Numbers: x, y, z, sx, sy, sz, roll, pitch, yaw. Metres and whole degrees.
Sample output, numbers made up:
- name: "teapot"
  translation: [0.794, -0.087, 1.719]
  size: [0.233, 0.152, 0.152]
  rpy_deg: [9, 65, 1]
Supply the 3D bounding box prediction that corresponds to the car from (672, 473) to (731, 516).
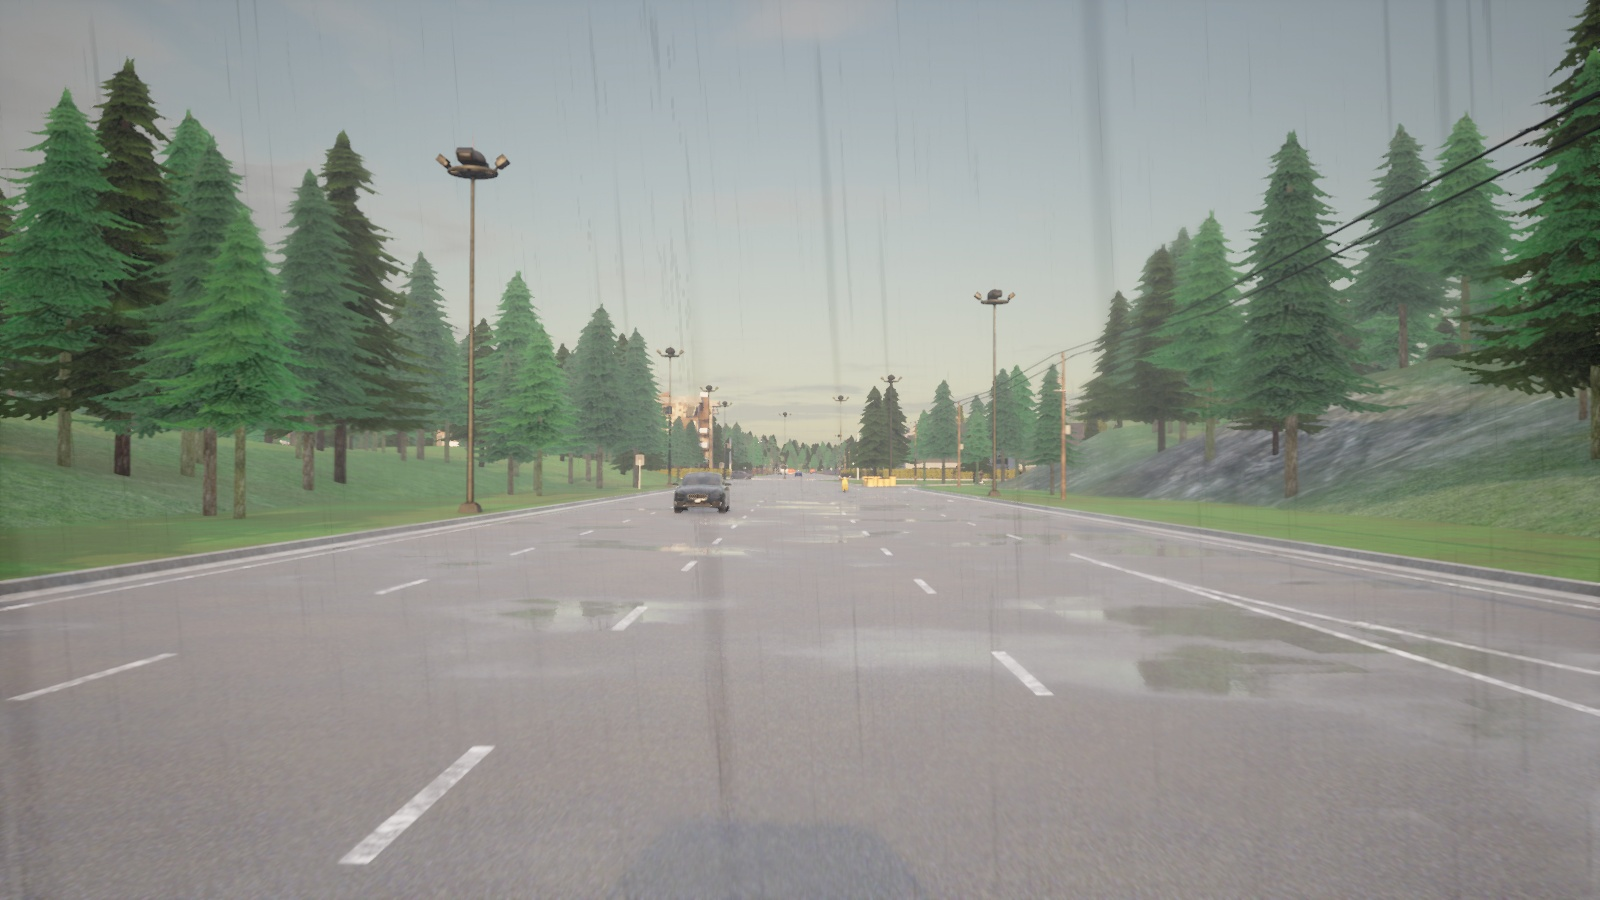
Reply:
- name: "car"
  translation: [-3.613, 1.616, 46.705]
  size: [1.837, 1.490, 4.892]
  rpy_deg: [0, -1, 0]
